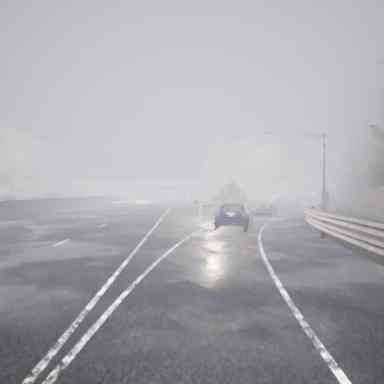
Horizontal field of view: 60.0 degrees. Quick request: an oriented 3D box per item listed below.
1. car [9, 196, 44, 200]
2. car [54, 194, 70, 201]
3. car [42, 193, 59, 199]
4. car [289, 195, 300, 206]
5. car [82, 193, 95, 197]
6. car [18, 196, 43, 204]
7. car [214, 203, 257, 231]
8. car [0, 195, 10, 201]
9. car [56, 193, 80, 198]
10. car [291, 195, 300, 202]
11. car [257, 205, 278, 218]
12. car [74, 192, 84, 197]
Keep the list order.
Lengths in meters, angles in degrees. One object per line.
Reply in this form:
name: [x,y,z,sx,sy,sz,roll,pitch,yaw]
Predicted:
car: [-22.334,1.474,44.994,1.994,1.385,4.181,0,0,-1]
car: [-30.122,1.247,77.246,1.837,1.490,4.892,0,0,-2]
car: [-26.212,1.127,61.744,2.150,2.045,5.566,0,0,-1]
car: [20.964,1.927,68.002,1.812,1.442,4.674,0,3,19]
car: [-23.107,1.356,76.754,1.994,1.385,4.181,0,0,-2]
car: [-29.703,1.433,61.361,2.033,1.411,5.357,0,0,-2]
car: [2.884,1.528,22.030,2.097,1.767,4.553,1,-2,15]
car: [-25.838,1.248,45.502,2.097,1.767,4.553,0,0,-1]
car: [-22.701,1.446,61.080,1.812,1.442,4.674,0,0,-1]
car: [24.219,1.411,77.600,1.895,1.301,4.718,0,4,17]
car: [8.472,2.149,37.751,2.033,1.411,5.357,0,-1,25]
car: [-26.632,0.969,77.725,2.150,2.045,5.566,0,0,-2]
